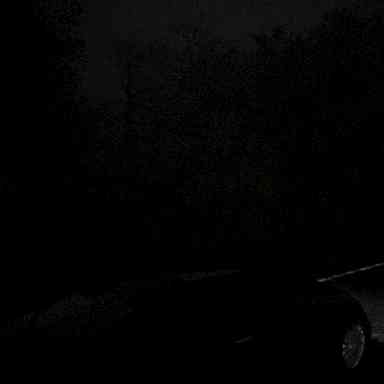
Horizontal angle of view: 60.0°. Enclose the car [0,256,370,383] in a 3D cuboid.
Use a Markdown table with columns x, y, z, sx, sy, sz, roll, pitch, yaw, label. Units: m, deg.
| x | y | z | sx | sy | sz | roll | pitch | yaw | label |
| --- | --- | --- | --- | --- | --- | --- | --- | --- | --- |
| 0.183 | 1.515 | 3.876 | 4.674 | 1.442 | 1.812 | 0 | 0 | -36 | car |
